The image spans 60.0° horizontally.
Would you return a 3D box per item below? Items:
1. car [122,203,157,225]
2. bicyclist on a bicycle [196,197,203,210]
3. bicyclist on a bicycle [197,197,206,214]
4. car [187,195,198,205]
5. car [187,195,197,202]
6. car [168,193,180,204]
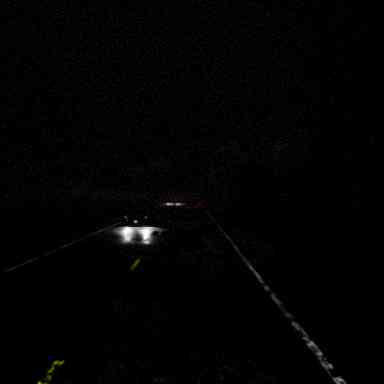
[{"bbox_3d":[-3.602,1.526,23.938,2.033,1.411,5.357,0,0,0],"label":"car"},{"bbox_3d":[0.970,1.399,42.650,0.866,1.612,1.509,0,0,0],"label":"bicyclist on a bicycle"},{"bbox_3d":[0.969,1.407,33.312,0.866,1.612,1.509,0,0,0],"label":"bicyclist on a bicycle"},{"bbox_3d":[0.081,1.476,56.882,1.812,1.442,4.674,0,0,0],"label":"car"},{"bbox_3d":[-0.006,1.476,74.045,2.033,1.411,5.357,0,0,0],"label":"car"},{"bbox_3d":[-3.515,1.164,65.037,2.150,2.045,5.566,0,0,0],"label":"car"}]
